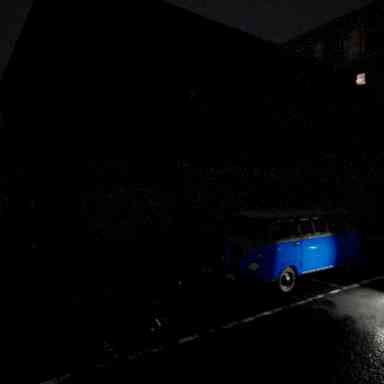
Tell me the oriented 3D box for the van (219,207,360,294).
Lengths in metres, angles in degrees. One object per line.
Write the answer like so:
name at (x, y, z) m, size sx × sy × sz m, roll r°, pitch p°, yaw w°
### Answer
van at (2.533, 1.296, 8.364) m, size 3.998 × 1.788 × 1.690 m, roll 0°, pitch 0°, yaw -35°

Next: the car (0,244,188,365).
car at (-2.067, 1.559, 5.087) m, size 4.313 × 1.339 × 1.947 m, roll 0°, pitch 0°, yaw -35°
